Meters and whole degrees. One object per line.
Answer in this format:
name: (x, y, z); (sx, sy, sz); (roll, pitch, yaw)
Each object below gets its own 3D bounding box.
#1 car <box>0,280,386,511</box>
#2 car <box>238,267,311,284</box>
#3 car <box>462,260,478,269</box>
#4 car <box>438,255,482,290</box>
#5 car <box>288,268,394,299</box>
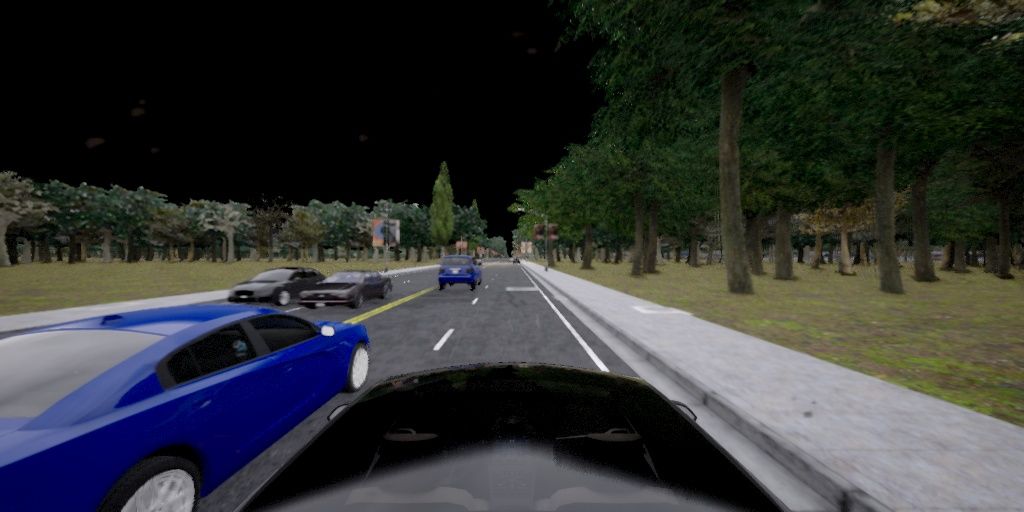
car: (-3.151, 1.227, 3.657); (1.882, 1.535, 5.008); (0, 0, 0)
car: (-9.854, 1.250, 15.589); (1.837, 1.490, 4.892); (0, 0, 0)
car: (-6.570, 1.307, 56.732); (1.994, 1.385, 4.181); (0, 0, 0)
car: (-3.157, 0.966, 22.566); (2.150, 2.045, 5.566); (0, 0, 0)
car: (-6.604, 1.292, 15.014); (2.033, 1.411, 5.357); (0, 0, 0)
